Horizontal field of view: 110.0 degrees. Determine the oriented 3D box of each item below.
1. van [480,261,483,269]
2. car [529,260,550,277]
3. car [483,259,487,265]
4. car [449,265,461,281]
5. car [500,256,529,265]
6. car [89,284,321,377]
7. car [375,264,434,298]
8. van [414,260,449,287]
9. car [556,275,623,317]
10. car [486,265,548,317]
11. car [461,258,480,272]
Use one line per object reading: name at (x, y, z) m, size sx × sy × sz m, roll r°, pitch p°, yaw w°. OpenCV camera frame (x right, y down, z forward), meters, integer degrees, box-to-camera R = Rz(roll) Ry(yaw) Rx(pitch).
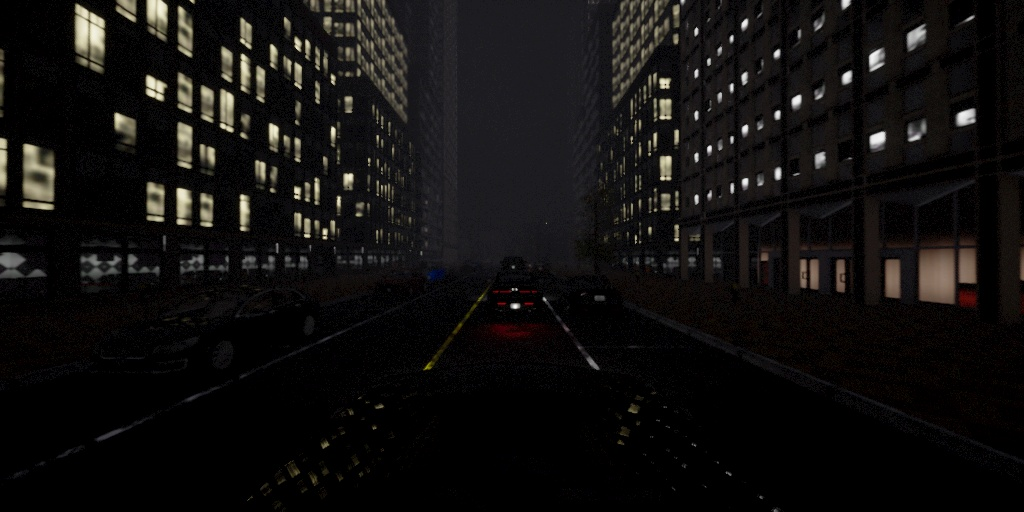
van at (-5.682, 1.154, 52.932) m, size 1.690 × 1.789 × 3.998 m, roll 0°, pitch 0°, yaw 0°
car at (2.696, 1.235, 35.839) m, size 1.967 × 1.591 × 4.097 m, roll 0°, pitch 0°, yaw 0°
car at (-5.681, 1.384, 58.624) m, size 1.948 × 1.339 × 4.313 m, roll 0°, pitch 0°, yaw 0°
car at (-5.686, 1.371, 30.163) m, size 1.802 × 1.307 × 4.207 m, roll 0°, pitch 0°, yaw 0°
car at (0.105, 1.013, 32.004) m, size 2.150 × 2.045 × 5.566 m, roll 0°, pitch 0°, yaw 0°
car at (-5.689, 1.309, 7.394) m, size 2.007 × 1.370 × 4.403 m, roll 0°, pitch 0°, yaw 0°
car at (-5.687, 1.320, 18.778) m, size 1.888 × 1.381 × 4.507 m, roll 0°, pitch 0°, yaw 0°
van at (-5.687, 1.123, 24.471) m, size 1.690 × 1.789 × 3.998 m, roll 0°, pitch 0°, yaw 0°
car at (2.692, 1.333, 13.072) m, size 1.948 × 1.339 × 4.313 m, roll 0°, pitch 0°, yaw 0°
car at (0.102, 1.273, 13.348) m, size 1.837 × 1.490 × 4.892 m, roll 0°, pitch 0°, yaw 0°
car at (-5.683, 1.247, 47.239) m, size 1.967 × 1.591 × 4.097 m, roll 0°, pitch 0°, yaw 0°
